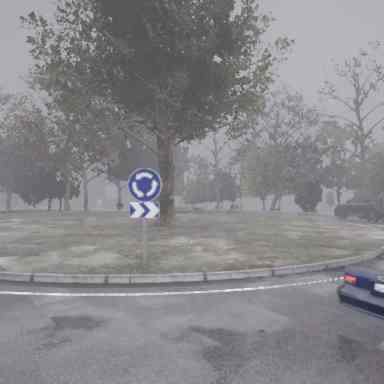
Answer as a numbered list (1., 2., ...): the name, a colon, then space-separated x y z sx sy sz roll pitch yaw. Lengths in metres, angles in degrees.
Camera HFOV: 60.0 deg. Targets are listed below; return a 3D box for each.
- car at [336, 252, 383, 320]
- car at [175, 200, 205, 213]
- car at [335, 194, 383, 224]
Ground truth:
1. car: 5.176 1.547 6.348 5.357 1.411 2.033 0 0 -28
2. car: -0.959 1.599 36.990 4.718 1.301 1.895 0 0 6
3. car: 13.422 1.216 25.389 2.150 2.045 5.566 1 -1 -13
